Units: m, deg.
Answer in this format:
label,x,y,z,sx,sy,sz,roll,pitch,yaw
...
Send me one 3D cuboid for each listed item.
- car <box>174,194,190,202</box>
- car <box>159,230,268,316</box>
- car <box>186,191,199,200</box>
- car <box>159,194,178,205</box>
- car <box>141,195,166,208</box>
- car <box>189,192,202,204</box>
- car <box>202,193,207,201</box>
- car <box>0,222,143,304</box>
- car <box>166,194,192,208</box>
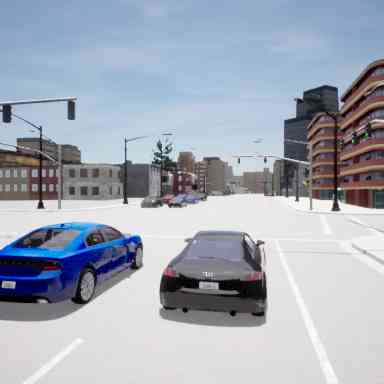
label,x,y,z,sx,sy,sz,roll,pitch,yaw
car,-1.889,1.125,65.119,2.033,1.411,5.357,0,1,11
car,0.690,1.564,7.630,1.994,1.385,4.181,0,0,12
car,0.054,0.752,74.923,2.097,1.767,4.553,0,1,11
car,-3.795,1.226,55.468,1.882,1.535,5.008,0,1,11
car,-5.557,1.230,46.502,2.097,1.767,4.553,0,1,11
car,-0.087,1.249,56.284,1.812,1.442,4.674,0,1,11
car,1.872,1.052,66.107,1.837,1.490,4.892,0,1,12
car,-2.747,1.478,8.276,1.882,1.535,5.008,0,0,11
car,-1.921,1.409,46.879,2.033,1.411,5.357,0,1,11
